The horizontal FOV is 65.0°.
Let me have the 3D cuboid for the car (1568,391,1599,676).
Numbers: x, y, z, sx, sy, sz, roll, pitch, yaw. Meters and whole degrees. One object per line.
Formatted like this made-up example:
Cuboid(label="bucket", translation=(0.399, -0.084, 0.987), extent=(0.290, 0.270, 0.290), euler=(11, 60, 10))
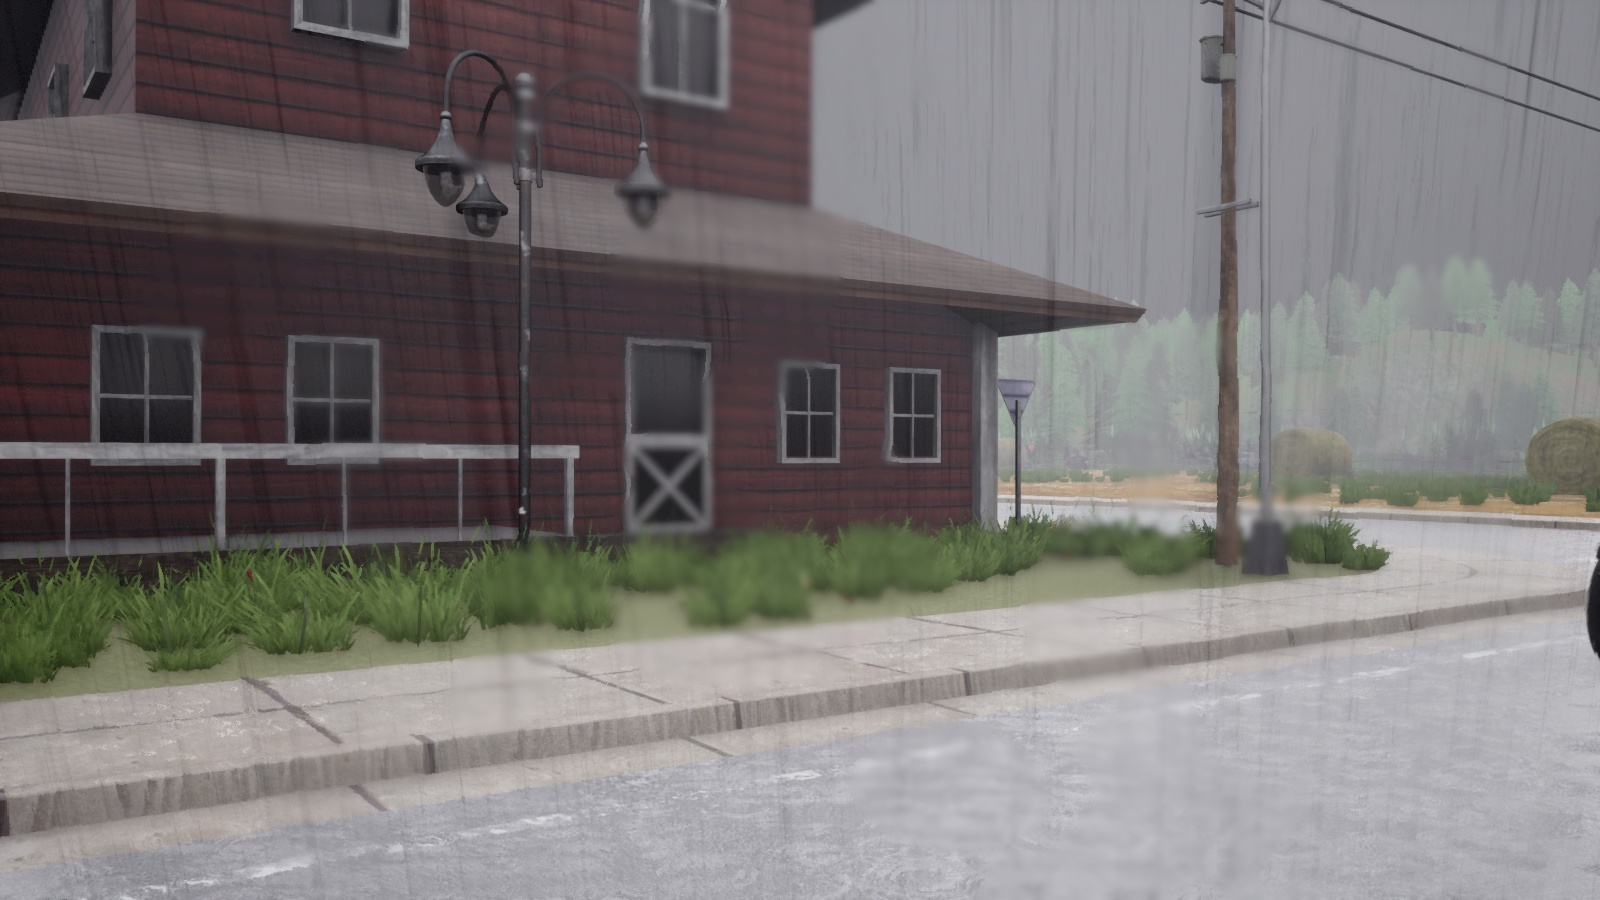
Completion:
Cuboid(label="car", translation=(7.219, 0.547, 9.011), extent=(3.866, 1.878, 1.905), euler=(0, 0, -42))
